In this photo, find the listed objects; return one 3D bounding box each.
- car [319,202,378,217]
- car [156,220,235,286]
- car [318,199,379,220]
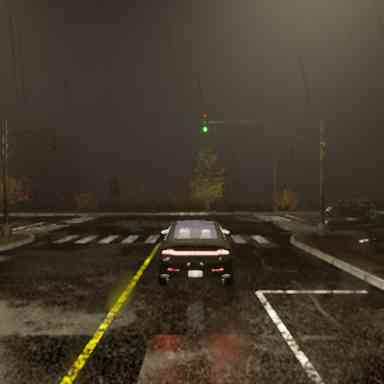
[{"bbox_3d":[14.746,1.614,31.480,4.718,1.301,1.895,0,0,-2],"label":"car"},{"bbox_3d":[0.092,1.547,9.561,2.128,1.511,4.902,0,0,0],"label":"car"},{"bbox_3d":[13.142,1.397,28.199,4.553,1.767,2.097,0,0,-1],"label":"car"}]
